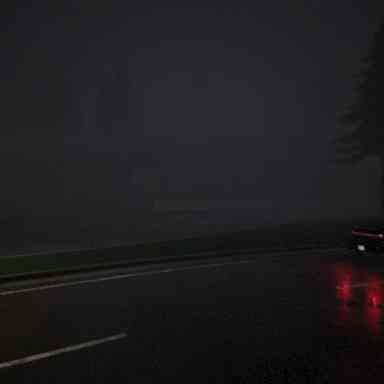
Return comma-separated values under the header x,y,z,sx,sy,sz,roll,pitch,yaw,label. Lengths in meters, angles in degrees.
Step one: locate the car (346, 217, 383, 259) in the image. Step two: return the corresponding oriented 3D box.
x,y,z,sx,sy,sz,roll,pitch,yaw,label
7.624,1.565,11.357,4.902,1.511,2.128,0,0,-20,car
